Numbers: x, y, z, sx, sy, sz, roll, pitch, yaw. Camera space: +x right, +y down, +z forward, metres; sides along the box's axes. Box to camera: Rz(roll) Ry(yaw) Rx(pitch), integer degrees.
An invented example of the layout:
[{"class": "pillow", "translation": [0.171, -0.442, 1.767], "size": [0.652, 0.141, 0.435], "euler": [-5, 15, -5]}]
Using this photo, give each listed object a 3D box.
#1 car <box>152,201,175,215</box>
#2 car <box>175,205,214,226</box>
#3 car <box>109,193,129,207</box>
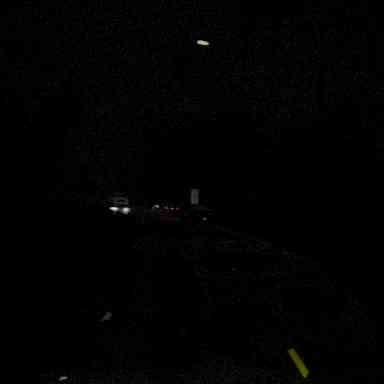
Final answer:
[{"class": "car", "translation": [-3.019, 1.778, 37.805], "size": [2.033, 1.411, 5.357], "euler": [4, -1, -22]}, {"class": "car", "translation": [0.297, 1.777, 26.724], "size": [1.882, 1.535, 5.008], "euler": [3, 0, -15]}, {"class": "car", "translation": [-10.908, 1.154, 49.407], "size": [2.150, 2.045, 5.566], "euler": [4, -1, -21]}]
